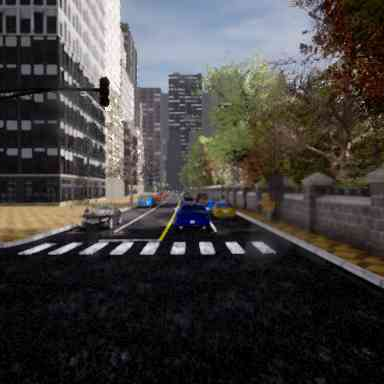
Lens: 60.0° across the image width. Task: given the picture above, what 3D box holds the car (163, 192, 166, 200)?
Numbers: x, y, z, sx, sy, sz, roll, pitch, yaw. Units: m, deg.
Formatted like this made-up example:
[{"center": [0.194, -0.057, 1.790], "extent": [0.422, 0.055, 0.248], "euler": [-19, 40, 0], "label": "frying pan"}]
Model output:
[{"center": [-6.509, 1.180, 64.633], "extent": [1.802, 1.307, 4.206], "euler": [0, 0, -2], "label": "car"}]

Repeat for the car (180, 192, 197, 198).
[{"center": [-0.634, 1.158, 50.606], "extent": [2.128, 1.511, 4.902], "euler": [0, 0, -2], "label": "car"}]

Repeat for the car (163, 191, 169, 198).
[{"center": [-6.908, 0.834, 75.719], "extent": [2.192, 1.841, 5.009], "euler": [0, 0, -2], "label": "car"}]

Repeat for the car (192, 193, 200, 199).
[{"center": [0.883, 0.956, 81.697], "extent": [1.752, 1.417, 4.829], "euler": [0, 0, -2], "label": "car"}]

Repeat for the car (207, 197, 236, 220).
[{"center": [2.400, 1.344, 26.255], "extent": [1.752, 1.417, 4.829], "euler": [0, 0, -1], "label": "car"}]

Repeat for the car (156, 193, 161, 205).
[{"center": [-6.032, 1.260, 47.994], "extent": [1.887, 1.381, 4.507], "euler": [0, 0, -1], "label": "car"}]

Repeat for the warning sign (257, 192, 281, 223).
[{"center": [4.840, 0.956, 20.980], "extent": [1.300, 1.860, 1.060], "euler": [0, 0, -1], "label": "warning sign"}]

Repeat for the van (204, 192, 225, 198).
[{"center": [2.321, 1.124, 31.627], "extent": [1.690, 1.788, 3.998], "euler": [0, 0, -1], "label": "van"}]

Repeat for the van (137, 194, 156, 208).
[{"center": [-5.906, 1.095, 42.448], "extent": [1.690, 1.788, 3.998], "euler": [0, 0, -1], "label": "van"}]

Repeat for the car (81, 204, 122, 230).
[{"center": [-5.413, 1.453, 20.270], "extent": [2.008, 1.369, 4.403], "euler": [0, 0, 0], "label": "car"}]

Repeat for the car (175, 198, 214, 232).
[{"center": [0.004, 1.356, 19.362], "extent": [1.882, 1.535, 5.008], "euler": [0, 0, -1], "label": "car"}]

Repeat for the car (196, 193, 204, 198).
[{"center": [1.985, 1.193, 48.428], "extent": [1.752, 1.417, 4.829], "euler": [0, 0, -2], "label": "car"}]

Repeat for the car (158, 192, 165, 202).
[{"center": [-6.332, 1.182, 59.086], "extent": [1.887, 1.381, 4.507], "euler": [0, 0, -2], "label": "car"}]
